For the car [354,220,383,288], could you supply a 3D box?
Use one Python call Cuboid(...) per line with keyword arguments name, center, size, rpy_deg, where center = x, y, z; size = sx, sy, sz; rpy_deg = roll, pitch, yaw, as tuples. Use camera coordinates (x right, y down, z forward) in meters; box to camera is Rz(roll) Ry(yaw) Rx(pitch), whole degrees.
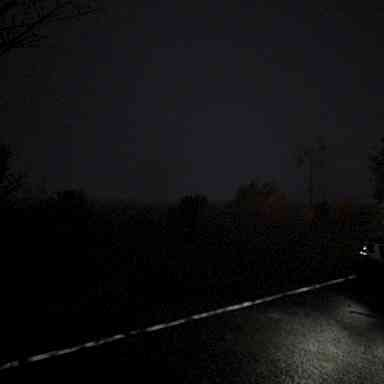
Cuboid(name="car", center=(6.453, 1.339, 8.479), size=(5.566, 2.045, 2.150), rpy_deg=(1, -1, -35))
